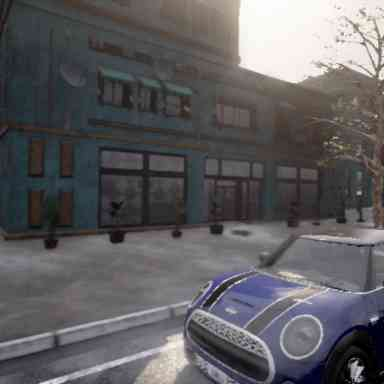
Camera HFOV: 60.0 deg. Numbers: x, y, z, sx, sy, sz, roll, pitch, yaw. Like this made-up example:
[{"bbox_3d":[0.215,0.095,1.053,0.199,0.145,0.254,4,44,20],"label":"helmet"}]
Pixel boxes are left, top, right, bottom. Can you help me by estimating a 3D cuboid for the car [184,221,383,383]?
[{"bbox_3d":[2.106,1.374,4.861,4.553,1.767,2.097,1,0,-35],"label":"car"}]
